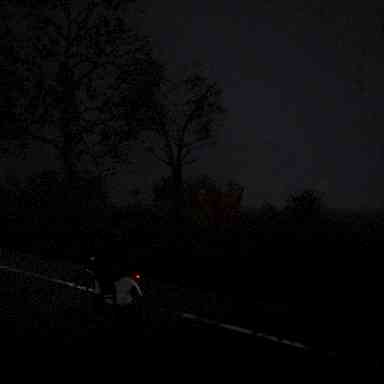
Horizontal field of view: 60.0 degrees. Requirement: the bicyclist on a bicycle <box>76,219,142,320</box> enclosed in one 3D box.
[{"bbox_3d":[-1.623,1.388,6.230,1.843,1.776,0.659,0,0,36],"label":"bicyclist on a bicycle"}]
